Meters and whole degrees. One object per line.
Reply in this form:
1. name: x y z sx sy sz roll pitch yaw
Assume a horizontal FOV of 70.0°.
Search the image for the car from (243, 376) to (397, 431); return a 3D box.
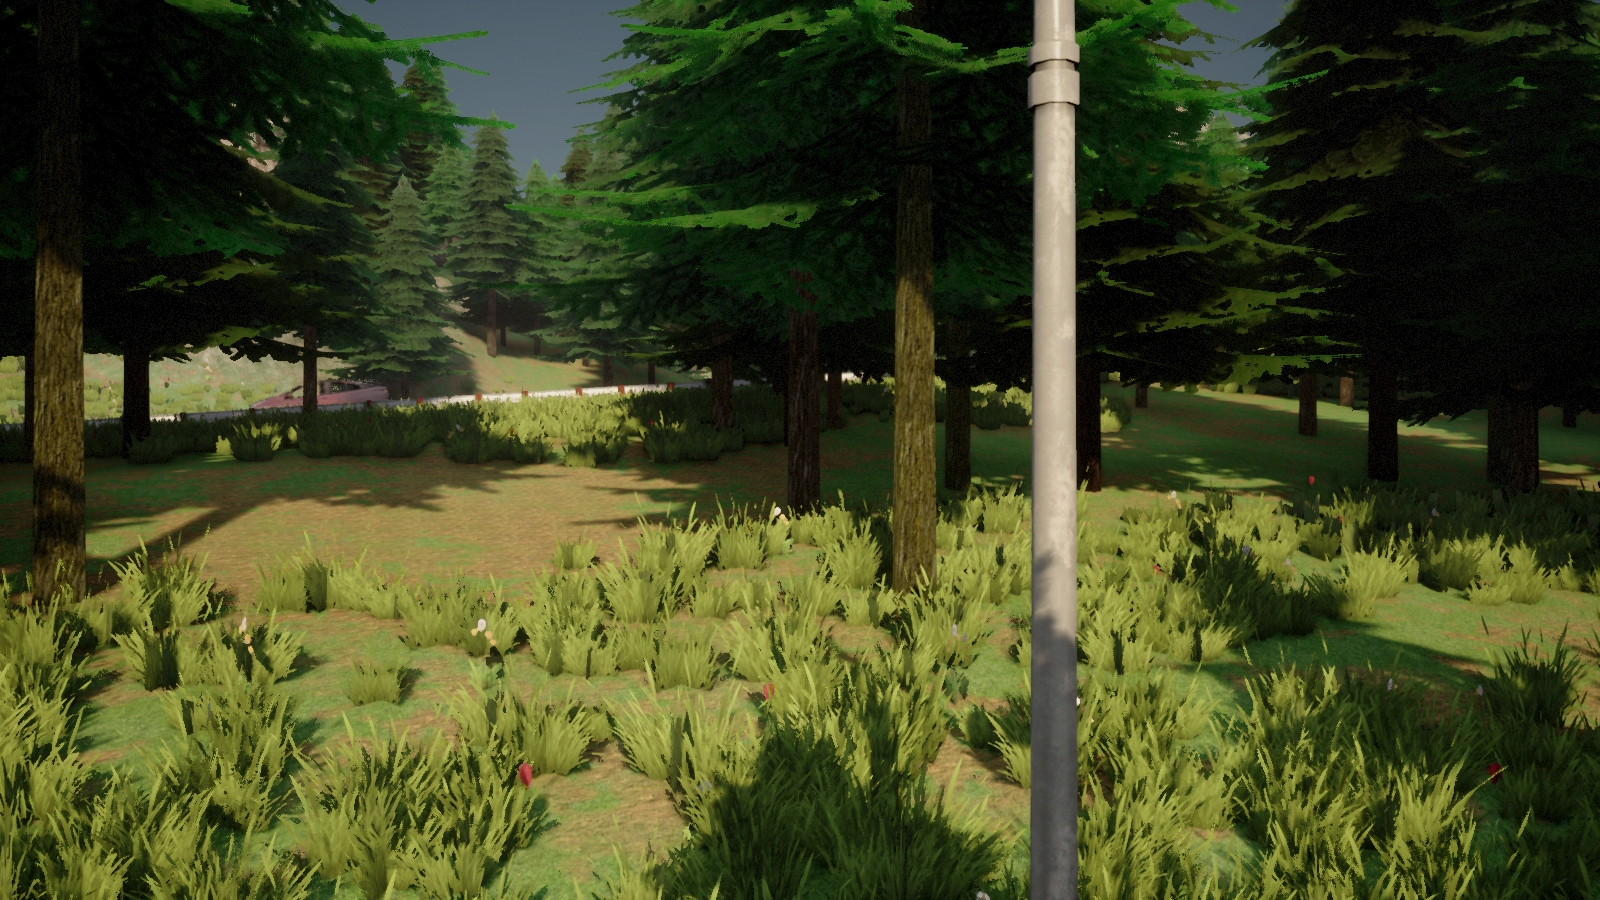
1. car: -16.169 -1.558 38.523 4.514 1.525 2.007 -5 2 -28
